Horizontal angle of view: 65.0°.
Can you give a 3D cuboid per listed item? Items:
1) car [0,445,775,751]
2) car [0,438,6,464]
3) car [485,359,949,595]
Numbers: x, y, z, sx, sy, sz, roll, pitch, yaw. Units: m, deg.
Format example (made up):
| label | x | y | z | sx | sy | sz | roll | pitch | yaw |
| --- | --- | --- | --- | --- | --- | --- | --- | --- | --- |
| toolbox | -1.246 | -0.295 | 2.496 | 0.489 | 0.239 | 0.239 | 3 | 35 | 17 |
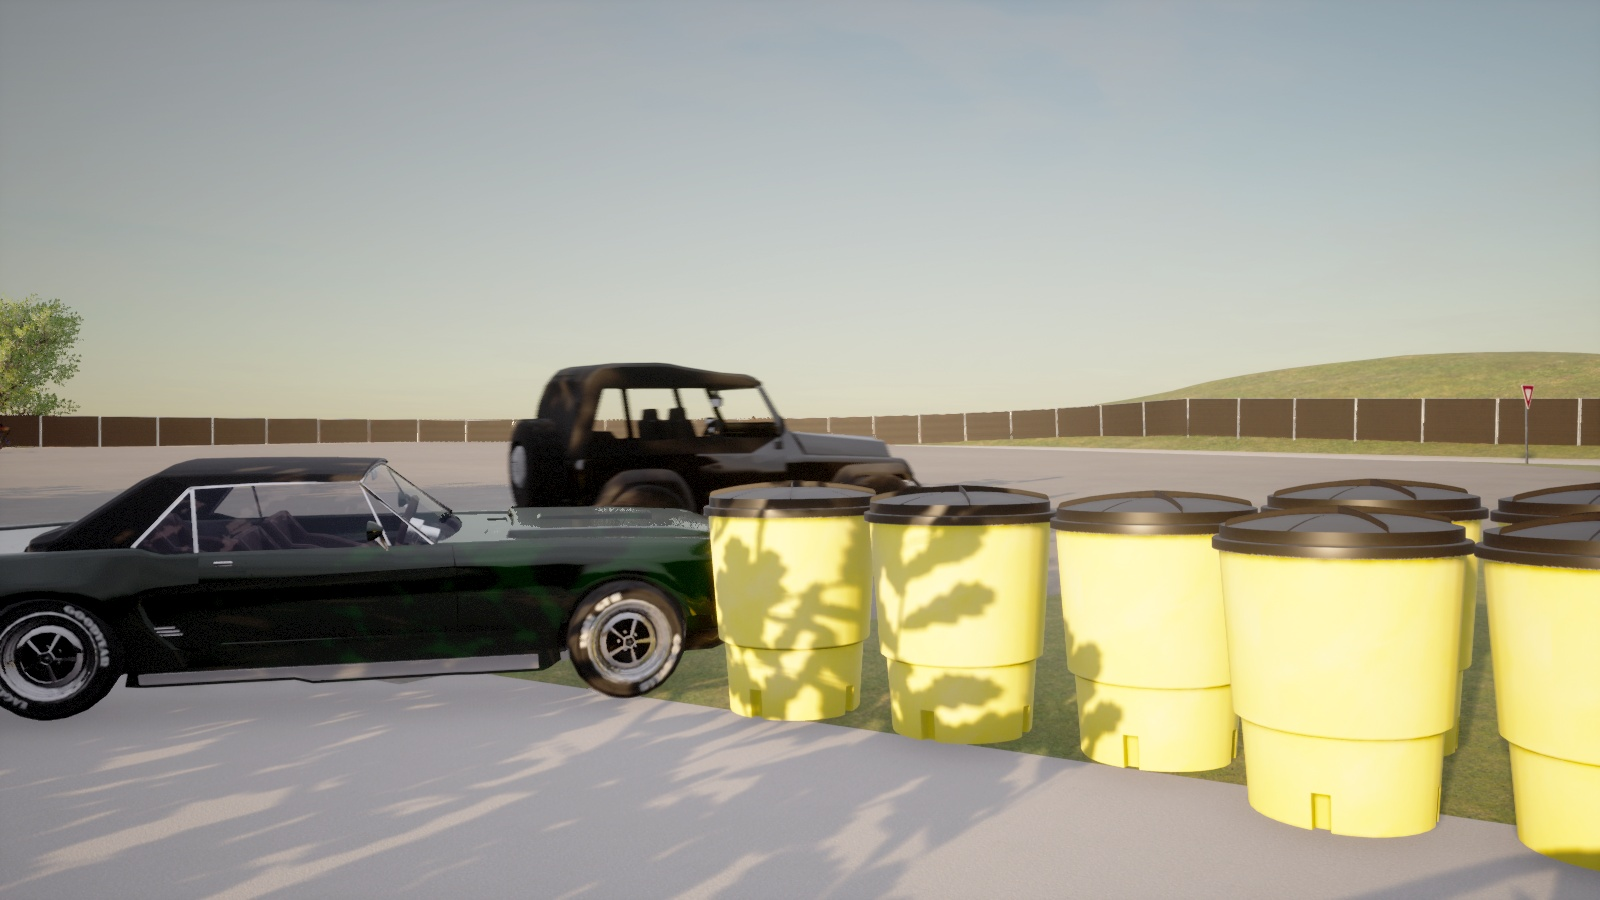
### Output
| label | x | y | z | sx | sy | sz | roll | pitch | yaw |
| --- | --- | --- | --- | --- | --- | --- | --- | --- | --- |
| car | -2.664 | 0.742 | 7.459 | 4.718 | 1.301 | 1.895 | -2 | 3 | -13 |
| car | -43.369 | 0.121 | 66.230 | 1.481 | 1.376 | 2.207 | -2 | 1 | 43 |
| car | -0.764 | 0.150 | 11.866 | 3.866 | 1.878 | 1.905 | -3 | 2 | -28 |
